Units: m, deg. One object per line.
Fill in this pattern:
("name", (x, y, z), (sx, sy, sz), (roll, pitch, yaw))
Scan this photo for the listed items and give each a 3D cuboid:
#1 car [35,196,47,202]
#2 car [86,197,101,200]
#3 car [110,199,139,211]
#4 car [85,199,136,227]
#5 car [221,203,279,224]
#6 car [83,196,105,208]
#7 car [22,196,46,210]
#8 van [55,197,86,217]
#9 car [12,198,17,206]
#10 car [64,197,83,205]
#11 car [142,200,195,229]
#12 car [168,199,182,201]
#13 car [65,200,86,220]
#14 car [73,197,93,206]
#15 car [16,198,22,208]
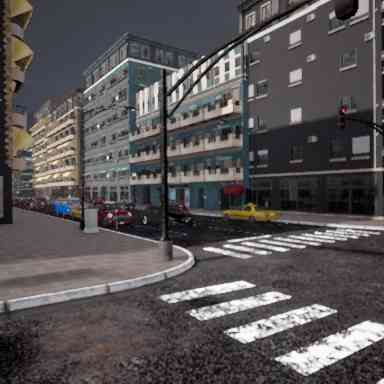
("car", (-37.595, 1.724, 82.852), (1.887, 1.381, 4.507), (-1, 1, -35))
("car", (-12.279, 1.603, 37.412), (2.128, 1.511, 4.902), (-1, 0, -35))
("car", (-8.670, 1.577, 42.303), (2.008, 1.369, 4.403), (-1, 1, -35))
("car", (-5.851, 1.551, 23.921), (1.967, 1.590, 4.097), (-1, 1, -35))
("car", (4.087, 1.494, 24.420), (1.752, 1.417, 4.829), (-1, 1, -35))
("car", (-15.099, 1.498, 51.313), (1.967, 1.590, 4.097), (-1, 1, -35))
("car", (-21.921, 1.626, 46.447), (1.967, 1.590, 4.097), (-1, 1, -35))
("van", (-12.280, 1.481, 32.930), (1.690, 1.788, 3.998), (-1, 1, -35))
("car", (-31.561, 1.780, 59.965), (1.887, 1.381, 4.507), (-1, 1, -35))
("car", (-21.525, 1.641, 60.325), (2.008, 1.369, 4.403), (-1, 1, -35))
("car", (-1.730, 1.566, 22.608), (1.837, 1.490, 4.892), (-1, 1, -36))
("car", (-2.243, 1.437, 33.291), (1.967, 1.590, 4.097), (-1, 1, -35))
("car", (-8.965, 1.650, 28.288), (1.752, 1.417, 4.829), (-1, 1, -35))
("car", (-18.311, 1.639, 55.819), (1.947, 1.339, 4.313), (-1, 1, -35))
("car", (-25.133, 1.768, 50.953), (1.947, 1.339, 4.313), (-1, 1, -35))
